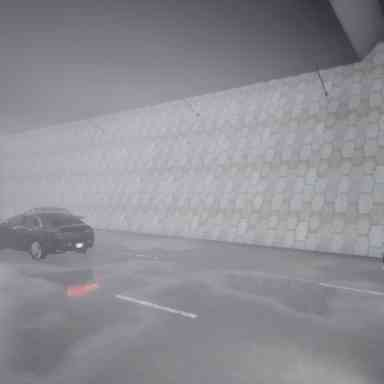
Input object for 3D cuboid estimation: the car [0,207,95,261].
[{"bbox_3d":[-5.659,1.492,12.349,4.892,1.490,1.837,0,0,36],"label":"car"}]
